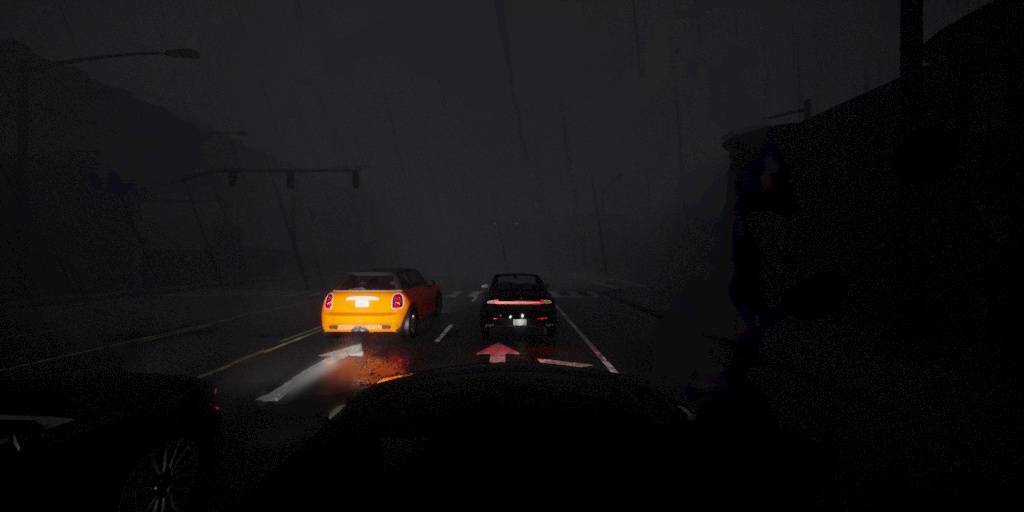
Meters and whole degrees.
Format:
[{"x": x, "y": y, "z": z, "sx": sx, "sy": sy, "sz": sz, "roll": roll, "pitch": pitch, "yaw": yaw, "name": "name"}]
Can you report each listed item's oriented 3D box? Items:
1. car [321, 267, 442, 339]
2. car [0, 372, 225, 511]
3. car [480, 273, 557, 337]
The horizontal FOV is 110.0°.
[{"x": -3.394, "y": 1.101, "z": 10.250, "sx": 2.097, "sy": 1.767, "sz": 4.553, "roll": 0, "pitch": 0, "yaw": 0, "name": "car"}, {"x": -3.400, "y": 1.242, "z": 1.101, "sx": 2.128, "sy": 1.511, "sz": 4.902, "roll": 0, "pitch": 0, "yaw": 0, "name": "car"}, {"x": 0.115, "y": 1.240, "z": 10.292, "sx": 2.128, "sy": 1.511, "sz": 4.902, "roll": 0, "pitch": 0, "yaw": -1, "name": "car"}]
